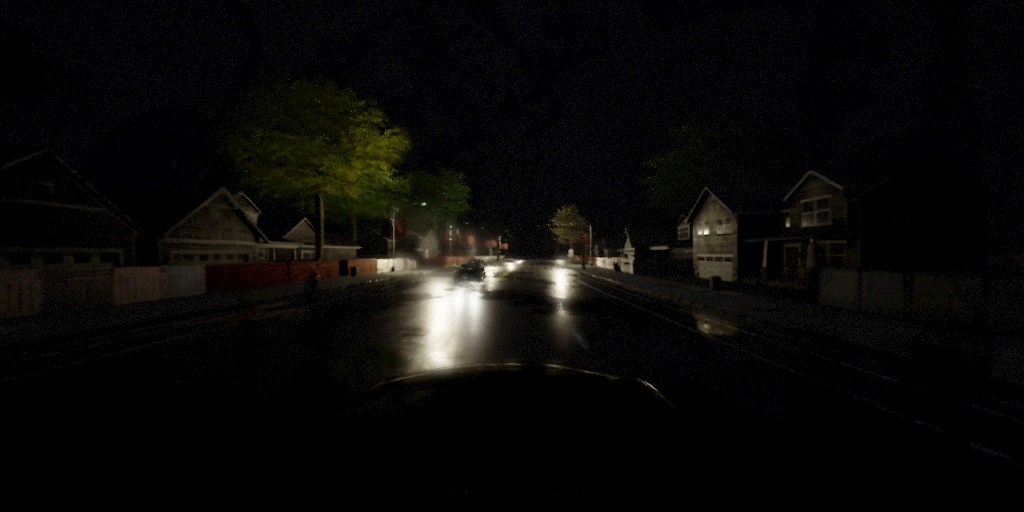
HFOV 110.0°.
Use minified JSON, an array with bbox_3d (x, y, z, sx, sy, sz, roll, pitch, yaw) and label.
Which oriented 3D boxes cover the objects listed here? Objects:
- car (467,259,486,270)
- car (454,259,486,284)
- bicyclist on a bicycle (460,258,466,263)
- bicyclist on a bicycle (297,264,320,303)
[{"bbox_3d":[-4.878,1.135,49.816,1.882,1.535,5.008,0,0,4],"label":"car"},{"bbox_3d":[-3.026,1.209,26.419,2.128,1.511,4.902,0,0,2],"label":"car"},{"bbox_3d":[-7.006,1.088,51.634,0.866,1.612,1.509,0,0,4],"label":"bicyclist on a bicycle"},{"bbox_3d":[-8.705,1.174,15.505,0.866,1.612,1.509,0,0,1],"label":"bicyclist on a bicycle"}]
